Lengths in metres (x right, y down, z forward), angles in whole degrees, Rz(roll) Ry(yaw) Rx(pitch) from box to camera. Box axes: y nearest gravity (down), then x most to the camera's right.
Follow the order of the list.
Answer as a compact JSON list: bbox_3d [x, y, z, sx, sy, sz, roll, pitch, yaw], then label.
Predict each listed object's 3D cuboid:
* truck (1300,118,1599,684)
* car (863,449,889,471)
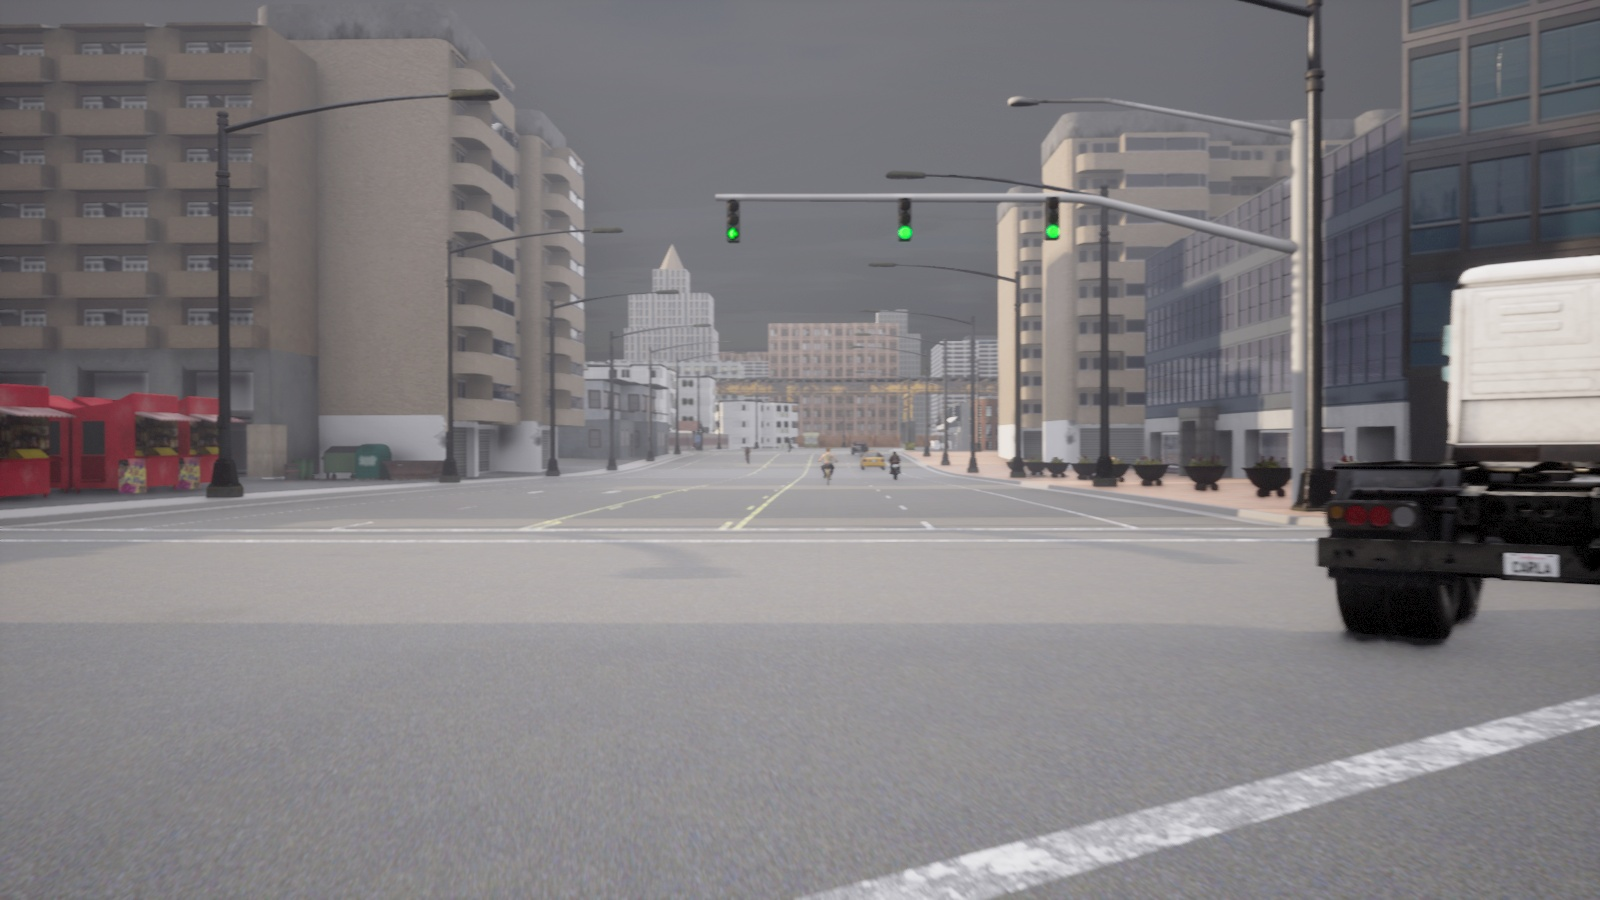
[{"bbox_3d":[7.044,-0.316,11.030,2.891,3.462,7.936,0,0,37],"label":"truck"},{"bbox_3d":[5.934,0.756,98.129,1.801,1.575,5.366,0,1,1],"label":"car"}]
